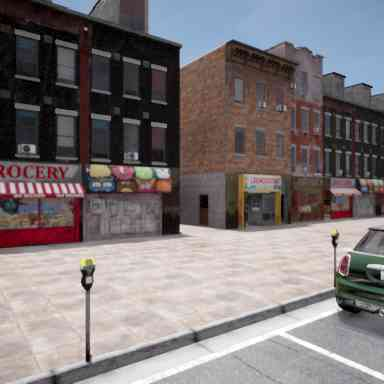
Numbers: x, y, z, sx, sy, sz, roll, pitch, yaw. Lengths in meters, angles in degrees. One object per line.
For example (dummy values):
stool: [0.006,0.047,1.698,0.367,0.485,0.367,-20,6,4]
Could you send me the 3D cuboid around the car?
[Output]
car: [4.827,1.351,6.436,4.553,1.767,2.097,0,0,-36]
